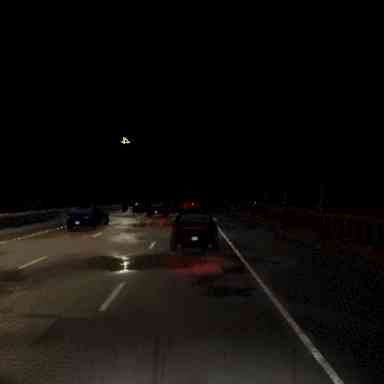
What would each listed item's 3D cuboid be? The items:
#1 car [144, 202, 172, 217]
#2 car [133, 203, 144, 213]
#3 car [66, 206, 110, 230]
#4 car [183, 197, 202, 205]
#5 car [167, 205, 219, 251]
[{"bbox_3d":[-3.398,1.768,33.892,1.812,1.442,4.674,0,-1,0],"label":"car"},{"bbox_3d":[-6.897,2.167,45.619,2.033,1.411,5.357,0,-3,0],"label":"car"},{"bbox_3d":[-6.898,1.681,22.318,1.812,1.442,4.674,0,0,0],"label":"car"},{"bbox_3d":[0.102,1.657,42.027,2.150,2.045,5.566,0,-2,0],"label":"car"},{"bbox_3d":[0.101,1.580,14.739,1.882,1.535,5.008,0,0,0],"label":"car"}]
